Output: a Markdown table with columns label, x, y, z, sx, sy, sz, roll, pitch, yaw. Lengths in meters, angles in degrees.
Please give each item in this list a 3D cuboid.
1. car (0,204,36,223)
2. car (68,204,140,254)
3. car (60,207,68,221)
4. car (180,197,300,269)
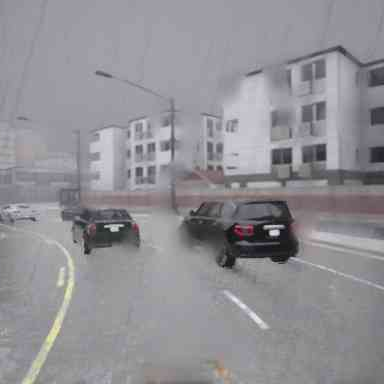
| label | x | y | z | sx | sy | sz | roll | pitch | yaw |
| --- | --- | --- | --- | --- | --- | --- | --- | --- | --- |
| car | -14.189 | 1.672 | 27.095 | 1.812 | 1.442 | 4.674 | -1 | 0 | -43 |
| car | -3.763 | 1.388 | 14.034 | 2.097 | 1.767 | 4.553 | -1 | 0 | -26 |
| car | -8.903 | 1.650 | 26.465 | 1.994 | 1.385 | 4.181 | -1 | 0 | -42 |
| car | 1.313 | 1.201 | 11.470 | 2.150 | 2.045 | 5.566 | 0 | 0 | -20 |
